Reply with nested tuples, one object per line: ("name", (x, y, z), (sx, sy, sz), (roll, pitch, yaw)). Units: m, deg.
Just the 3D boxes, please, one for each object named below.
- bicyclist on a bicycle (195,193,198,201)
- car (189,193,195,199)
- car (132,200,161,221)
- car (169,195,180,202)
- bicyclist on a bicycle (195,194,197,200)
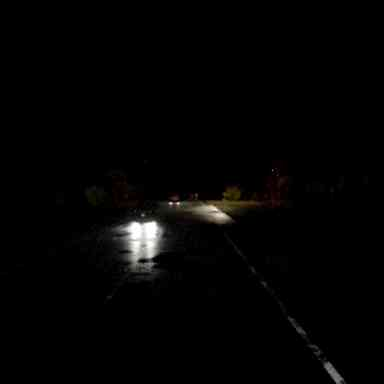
("bicyclist on a bicycle", (0.979, 1.156, 73.209), (0.659, 1.776, 1.843), (0, 0, 0))
("car", (0.019, 1.176, 92.484), (2.128, 1.511, 4.902), (0, 0, 0))
("car", (-3.594, 1.438, 26.834), (2.128, 1.511, 4.902), (0, 0, 0))
("car", (-3.491, 1.333, 67.302), (1.812, 1.442, 4.674), (0, 0, 0))
("bicyclist on a bicycle", (0.981, 1.198, 82.003), (0.582, 1.620, 1.656), (0, 0, 0))
